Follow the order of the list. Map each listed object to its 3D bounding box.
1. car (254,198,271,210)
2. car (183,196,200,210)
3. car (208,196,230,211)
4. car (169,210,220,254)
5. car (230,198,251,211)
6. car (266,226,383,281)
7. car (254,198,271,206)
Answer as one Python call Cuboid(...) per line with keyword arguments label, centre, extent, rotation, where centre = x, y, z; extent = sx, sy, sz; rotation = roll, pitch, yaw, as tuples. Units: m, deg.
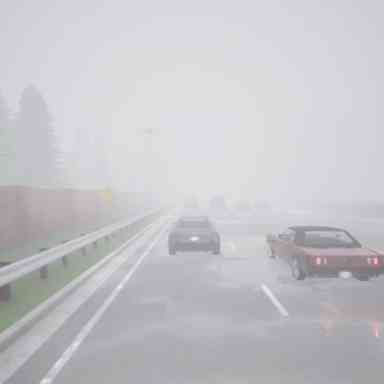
Cuboid(label="car", centre=(10.414, 1.836, 49.451), extent=(1.812, 1.442, 4.674), rotation=(0, 0, 0))
Cuboid(label="car", centre=(-0.057, 1.526, 45.017), extent=(2.150, 2.045, 5.566), rotation=(0, 0, 0))
Cuboid(label="car", centre=(3.437, 1.523, 45.682), extent=(2.150, 2.045, 5.566), rotation=(0, 0, 0))
Cuboid(label="car", centre=(0.088, 1.659, 13.929), extent=(1.994, 1.385, 4.181), rotation=(0, 0, 0))
Cuboid(label="car", centre=(6.940, 1.860, 46.156), extent=(1.994, 1.385, 4.181), rotation=(0, 0, 0))
Cuboid(label="car", centre=(3.592, 1.661, 10.002), extent=(1.895, 1.301, 4.718), rotation=(0, 0, 0))
Cuboid(label="car", centre=(13.799, 1.955, 65.368), extent=(2.033, 1.411, 5.357), rotation=(0, 0, 0))
